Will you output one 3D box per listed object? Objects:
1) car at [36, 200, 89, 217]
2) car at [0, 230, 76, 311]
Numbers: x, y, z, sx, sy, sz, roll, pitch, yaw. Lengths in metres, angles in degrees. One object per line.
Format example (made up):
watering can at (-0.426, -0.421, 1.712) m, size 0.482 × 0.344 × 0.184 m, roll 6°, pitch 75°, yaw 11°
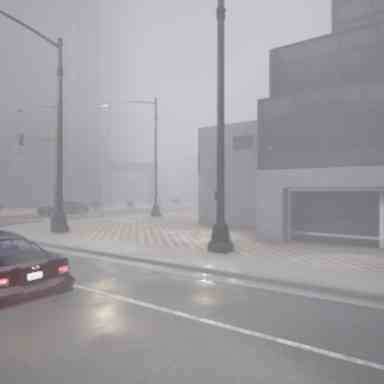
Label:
car at (-12.215, 1.505, 31.662) m, size 1.882 × 1.535 × 5.008 m, roll 0°, pitch 0°, yaw 36°
car at (-4.898, 1.576, 7.495) m, size 5.357 × 1.411 × 2.033 m, roll 0°, pitch 0°, yaw 35°
